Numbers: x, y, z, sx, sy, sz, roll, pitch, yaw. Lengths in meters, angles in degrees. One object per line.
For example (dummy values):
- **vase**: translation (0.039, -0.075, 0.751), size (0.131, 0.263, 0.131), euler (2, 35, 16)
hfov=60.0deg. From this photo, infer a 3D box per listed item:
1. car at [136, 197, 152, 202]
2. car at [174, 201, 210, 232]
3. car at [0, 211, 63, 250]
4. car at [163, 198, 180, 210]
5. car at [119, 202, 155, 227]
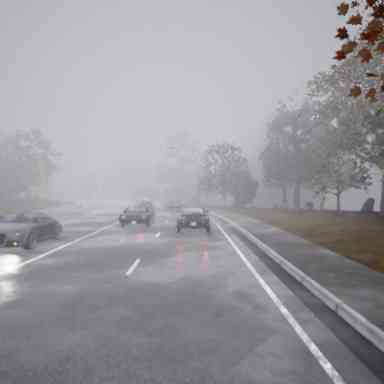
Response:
- **car**: translation (-6.078, 1.412, 42.511), size (1.812, 1.442, 4.674), euler (1, 0, -14)
- **car**: translation (0.042, 1.486, 19.641), size (1.812, 1.442, 4.674), euler (0, 0, -1)
- **car**: translation (-7.089, 1.541, 13.993), size (1.994, 1.385, 4.181), euler (0, 0, 0)
- **car**: translation (-2.394, 1.493, 42.009), size (1.994, 1.385, 4.181), euler (1, 0, -14)
- **car**: translation (-3.556, 1.551, 22.347), size (1.895, 1.301, 4.718), euler (0, 0, -1)
